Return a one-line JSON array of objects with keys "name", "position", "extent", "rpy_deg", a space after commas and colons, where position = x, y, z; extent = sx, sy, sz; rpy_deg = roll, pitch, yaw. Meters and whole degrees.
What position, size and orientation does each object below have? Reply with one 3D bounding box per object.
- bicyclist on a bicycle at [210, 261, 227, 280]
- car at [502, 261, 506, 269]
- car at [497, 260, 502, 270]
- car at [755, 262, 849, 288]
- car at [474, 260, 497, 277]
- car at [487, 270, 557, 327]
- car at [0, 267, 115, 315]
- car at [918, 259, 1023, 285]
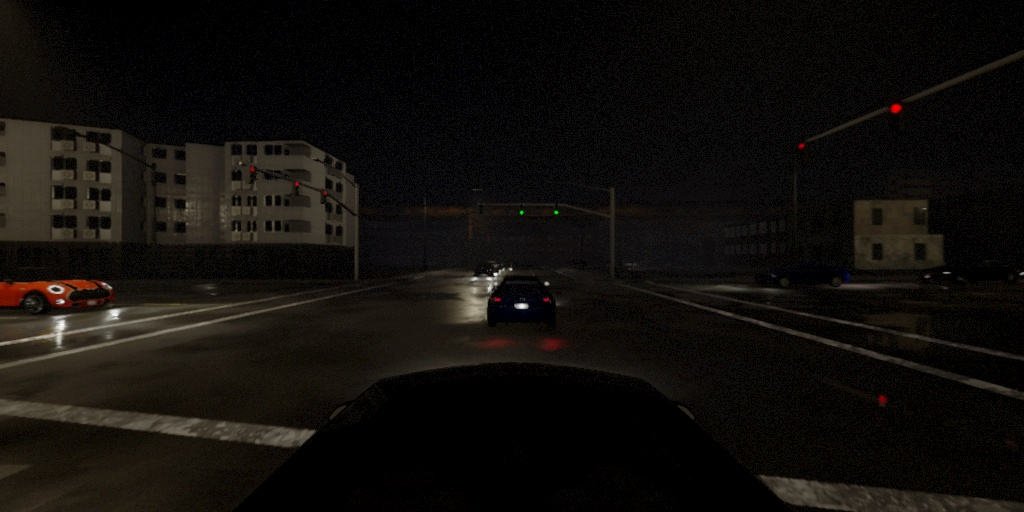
[{"name": "bicyclist on a bicycle", "position": [-24.899, 1.225, 30.428], "extent": [0.582, 1.620, 1.656], "rpy_deg": [0, 0, 1]}, {"name": "car", "position": [-2.487, 1.462, 57.705], "extent": [1.837, 1.490, 4.892], "rpy_deg": [0, 0, 3]}, {"name": "car", "position": [-2.728, 1.449, 47.832], "extent": [1.812, 1.442, 4.674], "rpy_deg": [0, 0, 2]}, {"name": "car", "position": [17.962, 1.123, 22.372], "extent": [5.008, 1.535, 1.882], "rpy_deg": [-1, 0, 1]}, {"name": "car", "position": [-2.914, 1.396, 38.464], "extent": [1.837, 1.490, 4.892], "rpy_deg": [0, 0, 1]}, {"name": "car", "position": [0.301, 1.322, 11.608], "extent": [1.994, 1.385, 4.181], "rpy_deg": [0, 0, 1]}, {"name": "car", "position": [-18.144, 1.199, 13.644], "extent": [4.553, 1.767, 2.097], "rpy_deg": [0, 0, 1]}, {"name": "car", "position": [28.024, 0.960, 22.009], "extent": [4.902, 1.511, 2.128], "rpy_deg": [-1, 0, 2]}]
